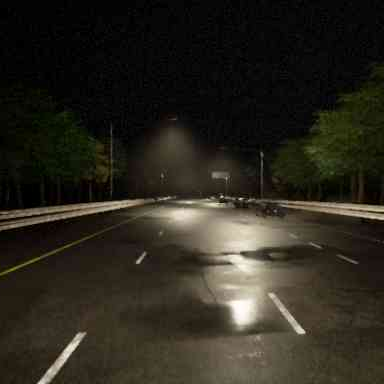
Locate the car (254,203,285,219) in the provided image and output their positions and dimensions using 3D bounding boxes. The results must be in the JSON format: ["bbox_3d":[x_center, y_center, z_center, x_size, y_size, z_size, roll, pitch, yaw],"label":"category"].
[{"bbox_3d":[7.050,1.688,30.512,2.033,1.411,5.357,0,0,0],"label":"car"}]

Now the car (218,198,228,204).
[{"bbox_3d":[7.341,2.079,79.118,1.994,1.385,4.181,0,0,0],"label":"car"}]

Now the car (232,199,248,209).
[{"bbox_3d":[7.133,1.776,49.540,2.128,1.511,4.902,0,0,0],"label":"car"}]
